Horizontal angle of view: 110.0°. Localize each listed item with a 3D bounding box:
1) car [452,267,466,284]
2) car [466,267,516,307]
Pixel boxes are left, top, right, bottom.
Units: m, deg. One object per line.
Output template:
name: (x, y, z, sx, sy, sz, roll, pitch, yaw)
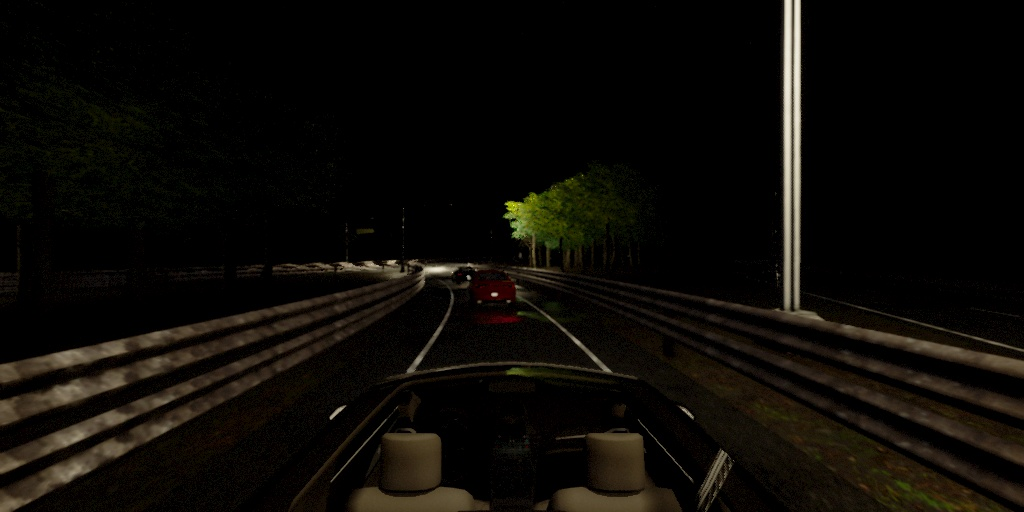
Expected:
car: (-4.027, 1.640, 30.886, 1.994, 1.385, 4.181, 0, 0, -16)
car: (-1.023, 1.389, 16.557, 1.882, 1.535, 5.008, 0, 0, -8)
